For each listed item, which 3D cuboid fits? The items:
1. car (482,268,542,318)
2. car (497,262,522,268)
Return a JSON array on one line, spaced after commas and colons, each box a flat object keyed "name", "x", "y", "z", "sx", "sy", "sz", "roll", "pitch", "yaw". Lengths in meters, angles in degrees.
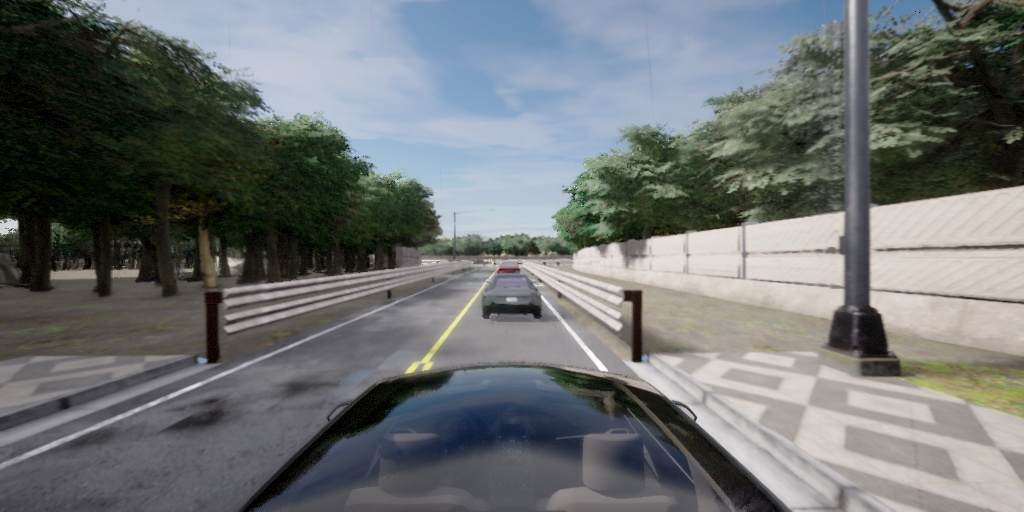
[{"name": "car", "x": -0.017, "y": 1.314, "z": 13.082, "sx": 1.994, "sy": 1.385, "sz": 4.181, "roll": 0, "pitch": 0, "yaw": -1}, {"name": "car", "x": -0.215, "y": 1.229, "z": 29.932, "sx": 1.882, "sy": 1.535, "sz": 5.008, "roll": 0, "pitch": 0, "yaw": -1}]
